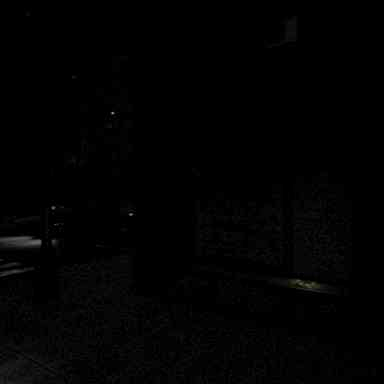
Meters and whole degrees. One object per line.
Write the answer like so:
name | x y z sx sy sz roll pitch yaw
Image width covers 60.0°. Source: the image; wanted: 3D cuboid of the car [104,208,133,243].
car | -1.527 1.559 15.143 1.947 1.339 4.313 0 0 36

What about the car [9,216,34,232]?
car | -8.143 1.552 19.688 1.752 1.417 4.829 0 0 36

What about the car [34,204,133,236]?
car | -5.824 1.521 18.561 1.837 1.490 4.892 0 0 35

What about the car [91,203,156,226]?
car | -4.891 1.582 24.225 2.008 1.369 4.403 0 0 36
